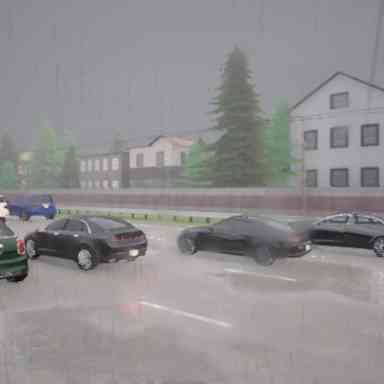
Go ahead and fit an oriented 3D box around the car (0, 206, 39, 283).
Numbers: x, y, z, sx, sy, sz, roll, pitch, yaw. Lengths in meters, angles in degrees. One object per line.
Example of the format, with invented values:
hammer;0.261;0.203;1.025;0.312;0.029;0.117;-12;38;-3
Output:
car;-6.152;1.333;8.380;4.553;1.767;2.097;0;0;36

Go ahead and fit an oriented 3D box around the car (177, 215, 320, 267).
car;1.630;1.516;11.412;4.674;1.442;1.812;0;0;35

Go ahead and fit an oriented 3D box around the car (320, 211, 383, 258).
car;5.865;1.487;12.701;4.902;1.511;2.128;0;0;36

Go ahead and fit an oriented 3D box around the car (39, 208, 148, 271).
car;-3.621;1.487;10.874;4.892;1.490;1.837;0;0;36

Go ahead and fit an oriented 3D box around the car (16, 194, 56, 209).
car;-12.957;1.171;26.133;5.566;2.045;2.150;0;0;36

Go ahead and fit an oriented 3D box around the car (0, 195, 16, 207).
car;-15.029;1.171;23.313;5.566;2.045;2.150;0;0;36
